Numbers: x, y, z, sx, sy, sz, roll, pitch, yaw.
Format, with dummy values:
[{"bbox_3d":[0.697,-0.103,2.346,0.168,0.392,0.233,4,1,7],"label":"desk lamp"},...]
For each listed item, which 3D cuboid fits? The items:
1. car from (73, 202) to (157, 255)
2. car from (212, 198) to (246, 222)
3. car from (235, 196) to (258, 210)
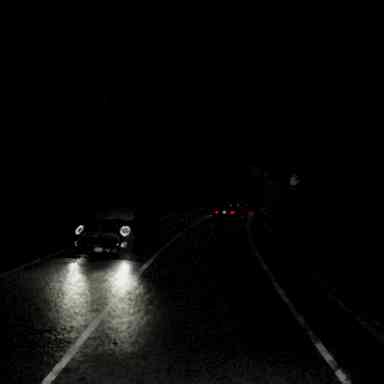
[{"bbox_3d":[-2.790,1.255,12.936,2.097,1.767,4.553,1,0,6],"label":"car"},{"bbox_3d":[2.705,1.439,25.218,2.033,1.411,5.357,1,0,11],"label":"car"},{"bbox_3d":[7.111,1.348,41.435,1.882,1.535,5.008,2,0,18],"label":"car"}]
